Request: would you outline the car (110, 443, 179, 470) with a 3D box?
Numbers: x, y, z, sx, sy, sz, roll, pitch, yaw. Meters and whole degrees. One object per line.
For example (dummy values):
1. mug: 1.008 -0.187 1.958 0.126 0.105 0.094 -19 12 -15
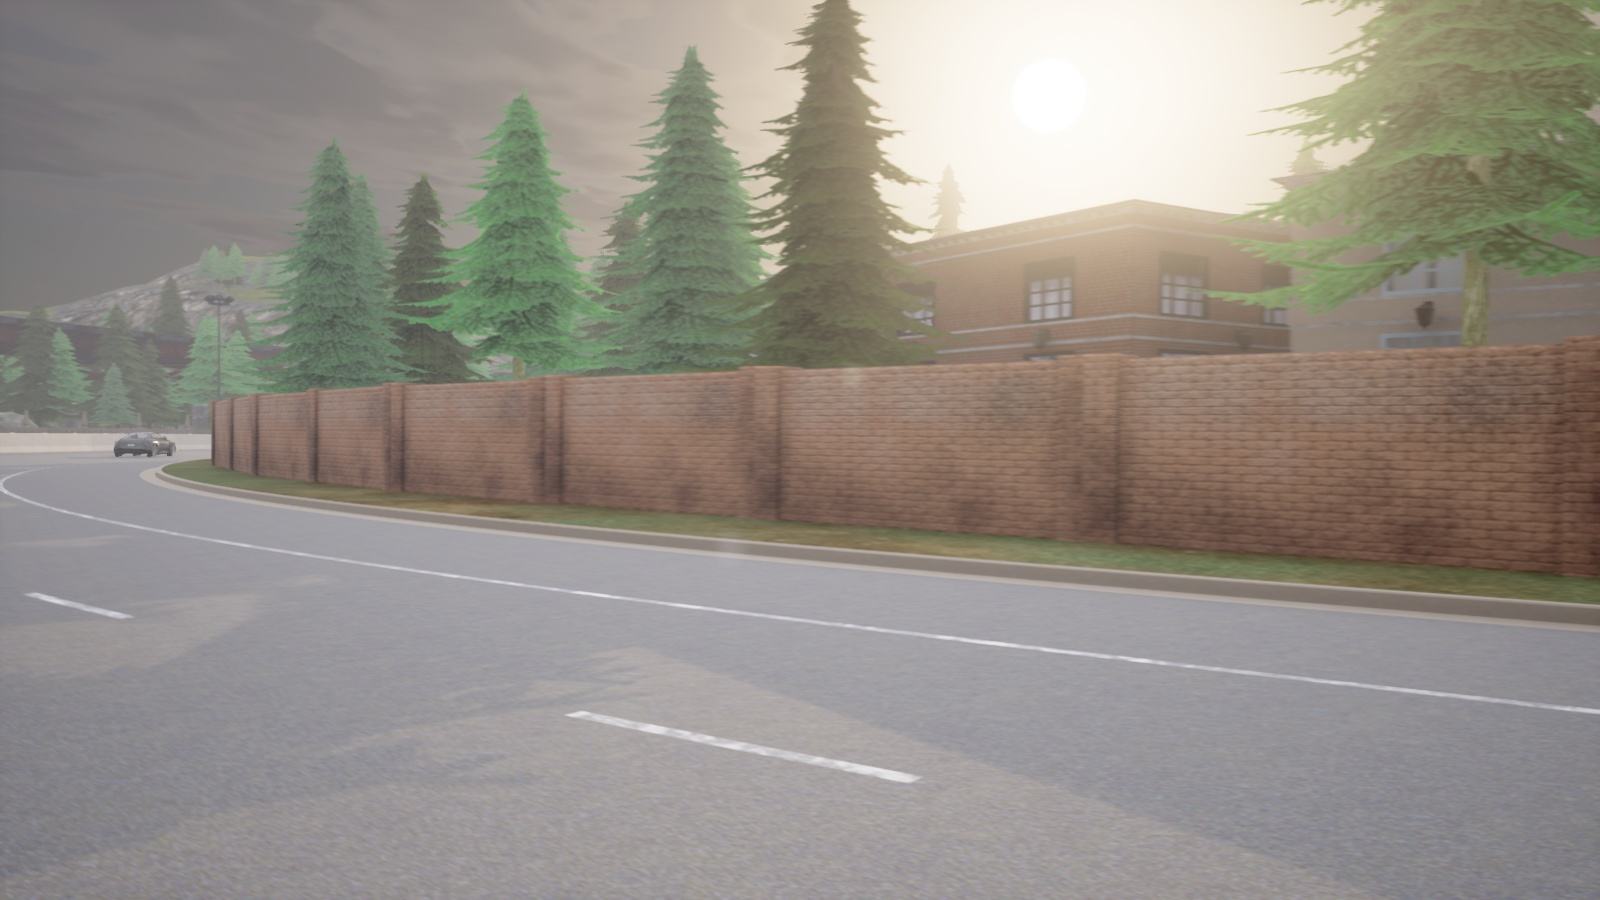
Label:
1. car: -35.466 0.338 68.030 1.994 1.385 4.181 -1 1 -8
